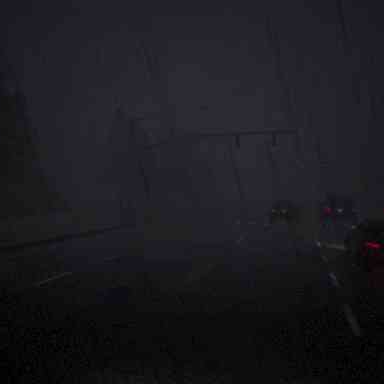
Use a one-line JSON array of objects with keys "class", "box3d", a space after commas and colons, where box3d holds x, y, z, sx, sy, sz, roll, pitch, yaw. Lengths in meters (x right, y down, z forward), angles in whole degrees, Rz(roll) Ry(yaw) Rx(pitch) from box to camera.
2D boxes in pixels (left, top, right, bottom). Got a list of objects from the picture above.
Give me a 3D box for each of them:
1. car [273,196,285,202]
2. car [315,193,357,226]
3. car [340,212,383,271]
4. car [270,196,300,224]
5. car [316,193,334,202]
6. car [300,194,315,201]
[{"class": "car", "box3d": [20.689, 1.629, 79.205, 1.882, 1.535, 5.008, 0, 0, 26]}, {"class": "car", "box3d": [10.245, 1.273, 23.688, 2.150, 2.045, 5.566, 0, 0, 18]}, {"class": "car", "box3d": [6.201, 1.588, 10.685, 1.994, 1.385, 4.181, 0, 0, 18]}, {"class": "car", "box3d": [7.229, 1.402, 25.729, 2.097, 1.767, 4.553, 0, 0, 18]}, {"class": "car", "box3d": [34.659, 1.401, 86.618, 5.566, 2.045, 2.150, 0, 0, -43]}, {"class": "car", "box3d": [31.020, 1.699, 87.929, 4.674, 1.442, 1.812, 0, 0, -43]}]
